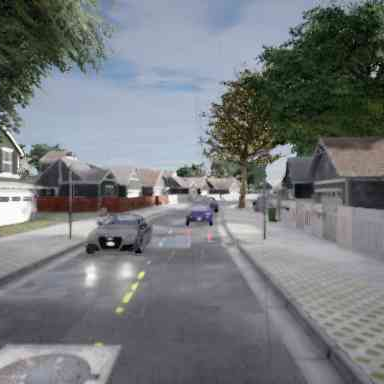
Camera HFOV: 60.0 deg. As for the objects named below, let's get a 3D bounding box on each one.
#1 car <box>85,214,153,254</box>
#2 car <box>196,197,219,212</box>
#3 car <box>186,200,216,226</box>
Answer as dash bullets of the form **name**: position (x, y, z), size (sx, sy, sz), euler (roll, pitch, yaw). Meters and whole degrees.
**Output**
- **car**: position (-2.759, 1.574, 13.343), size (1.994, 1.385, 4.181), euler (0, 0, 1)
- **car**: position (2.050, 1.363, 38.714), size (2.097, 1.767, 4.553), euler (0, 0, 7)
- **car**: position (0.574, 1.539, 23.702), size (1.812, 1.442, 4.674), euler (0, 0, 3)
